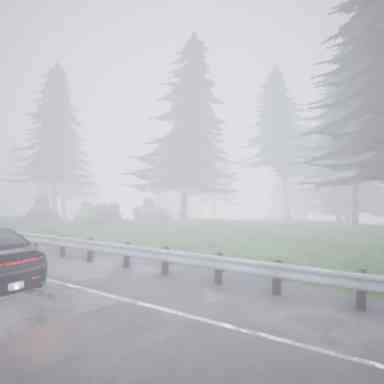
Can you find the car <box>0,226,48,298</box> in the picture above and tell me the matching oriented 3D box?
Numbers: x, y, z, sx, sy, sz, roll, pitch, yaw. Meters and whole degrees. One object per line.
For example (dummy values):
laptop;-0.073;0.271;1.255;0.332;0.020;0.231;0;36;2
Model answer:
car;-5.293;1.519;7.618;4.892;1.490;1.837;0;0;35
